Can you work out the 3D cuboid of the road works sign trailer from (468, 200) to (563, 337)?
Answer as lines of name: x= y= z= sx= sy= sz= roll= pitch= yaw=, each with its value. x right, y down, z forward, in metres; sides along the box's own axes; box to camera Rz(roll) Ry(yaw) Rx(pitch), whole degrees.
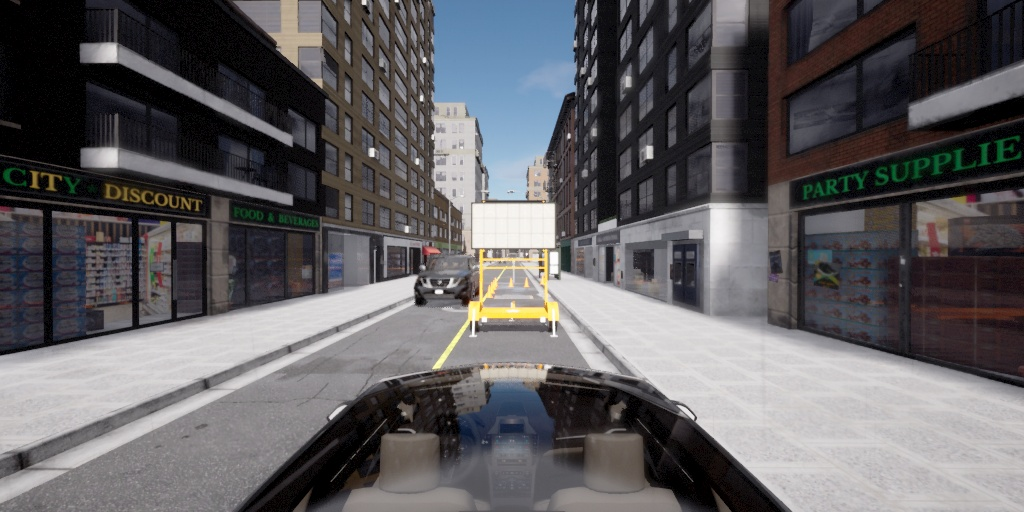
road works sign trailer: x=0.047 y=0.213 z=10.257 sx=2.380 sy=3.560 sz=2.880 roll=0 pitch=0 yaw=0

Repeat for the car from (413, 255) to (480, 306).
car: x=-2.675 y=0.968 z=15.979 sx=2.150 sy=2.045 sz=5.566 roll=0 pitch=0 yaw=0
